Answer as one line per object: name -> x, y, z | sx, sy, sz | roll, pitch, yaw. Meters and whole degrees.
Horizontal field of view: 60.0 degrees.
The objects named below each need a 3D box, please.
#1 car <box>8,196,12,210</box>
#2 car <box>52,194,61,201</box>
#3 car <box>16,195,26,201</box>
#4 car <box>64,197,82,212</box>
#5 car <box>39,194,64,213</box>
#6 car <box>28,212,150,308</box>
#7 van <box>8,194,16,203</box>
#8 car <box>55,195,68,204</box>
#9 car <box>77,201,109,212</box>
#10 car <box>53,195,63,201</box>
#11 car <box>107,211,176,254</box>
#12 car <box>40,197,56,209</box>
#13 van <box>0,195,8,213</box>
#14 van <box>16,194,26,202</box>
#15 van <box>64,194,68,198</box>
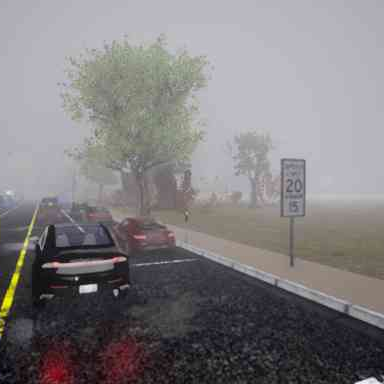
car -> -22.843, 1.544, 39.554 | 1.802, 1.307, 4.206 | -1, 0, -24
car -> -33.920, 1.336, 83.331 | 1.967, 1.590, 4.097 | -1, 0, -24
car -> -41.071, 1.459, 80.021 | 1.887, 1.381, 4.507 | -1, 0, -24
car -> -11.161, 1.506, 32.808 | 2.008, 1.369, 4.403 | -1, 0, -24
car -> -15.405, 1.308, 36.131 | 2.097, 1.767, 4.553 | 0, 0, -24
car -> -2.817, 1.481, 8.057 | 2.128, 1.511, 4.902 | 0, 0, -24
van -> -25.124, 1.297, 44.611 | 1.690, 1.788, 3.998 | -1, 0, -24
car -> -24.817, 1.361, 63.120 | 1.967, 1.590, 4.097 | -1, 0, -24
car -> -6.525, 1.549, 22.742 | 1.802, 1.307, 4.206 | -1, 0, -24
car -> -31.643, 1.468, 78.279 | 1.947, 1.339, 4.313 | -1, 0, -24
car -> -1.940, 1.561, 12.650 | 1.802, 1.307, 4.206 | -1, 0, -24
car -> -19.670, 1.424, 45.472 | 1.882, 1.535, 5.008 | 0, 0, -24
van -> -20.567, 1.309, 34.494 | 1.690, 1.788, 3.998 | -1, 0, -24
van -> -36.516, 1.267, 69.903 | 1.690, 1.788, 3.998 | -1, 0, -24
van -> -22.543, 1.268, 58.067 | 1.690, 1.788, 3.998 | -1, 0, -24
